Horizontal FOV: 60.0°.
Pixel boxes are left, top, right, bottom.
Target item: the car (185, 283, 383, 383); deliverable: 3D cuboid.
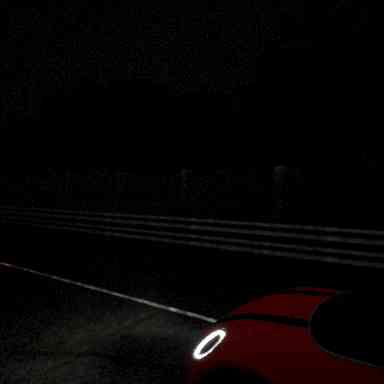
[{"bbox_3d":[2.129,1.354,2.476,4.553,1.767,2.097,0,0,36],"label":"car"}]
